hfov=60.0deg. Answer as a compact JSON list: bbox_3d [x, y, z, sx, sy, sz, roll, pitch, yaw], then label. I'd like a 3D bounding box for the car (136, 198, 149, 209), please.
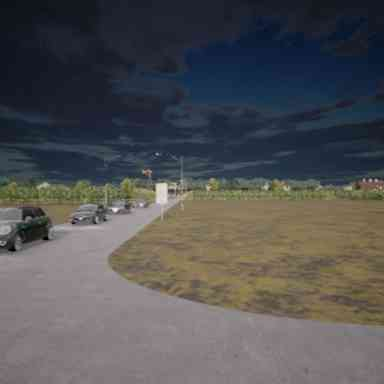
[{"bbox_3d":[-8.052,1.739,52.628,2.097,1.767,4.553,-1,0,-1],"label":"car"}]

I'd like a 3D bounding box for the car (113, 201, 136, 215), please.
[{"bbox_3d":[-7.961,1.706,36.844,2.128,1.511,4.902,-1,0,0],"label":"car"}]

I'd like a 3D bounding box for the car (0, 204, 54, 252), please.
[{"bbox_3d":[-7.715,1.428,14.142,2.097,1.767,4.553,-1,0,-1],"label":"car"}]

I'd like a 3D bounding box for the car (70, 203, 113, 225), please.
[{"bbox_3d":[-7.842,1.644,25.732,1.837,1.490,4.892,-1,0,-1],"label":"car"}]
